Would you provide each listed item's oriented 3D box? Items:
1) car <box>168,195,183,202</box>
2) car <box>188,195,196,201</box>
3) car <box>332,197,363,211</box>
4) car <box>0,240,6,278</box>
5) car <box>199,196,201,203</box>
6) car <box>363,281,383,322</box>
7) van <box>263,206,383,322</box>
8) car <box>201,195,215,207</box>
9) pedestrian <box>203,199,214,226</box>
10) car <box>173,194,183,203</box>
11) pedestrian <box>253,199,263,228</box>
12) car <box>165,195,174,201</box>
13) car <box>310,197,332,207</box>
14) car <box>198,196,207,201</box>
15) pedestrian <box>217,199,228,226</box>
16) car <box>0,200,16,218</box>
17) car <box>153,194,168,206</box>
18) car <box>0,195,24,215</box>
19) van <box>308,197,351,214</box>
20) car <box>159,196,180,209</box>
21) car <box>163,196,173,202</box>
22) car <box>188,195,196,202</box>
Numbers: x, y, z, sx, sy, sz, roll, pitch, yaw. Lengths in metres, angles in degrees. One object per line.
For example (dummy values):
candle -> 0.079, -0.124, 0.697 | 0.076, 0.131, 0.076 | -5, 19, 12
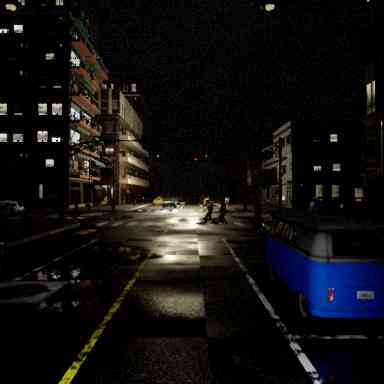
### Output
car -> -3.090, 1.593, 59.048 | 2.033, 1.411, 5.357 | 0, 0, 0
car -> -0.018, 1.465, 88.547 | 1.882, 1.535, 5.008 | 0, 0, 0
car -> 14.917, 1.358, 27.846 | 5.009, 1.841, 2.192 | 0, 0, 0
car -> -5.689, 1.567, 6.975 | 1.947, 1.339, 4.313 | 0, 0, 0
car -> 2.679, 1.632, 62.817 | 1.802, 1.307, 4.206 | 0, 0, 0
car -> 2.660, 1.582, 1.262 | 1.802, 1.307, 4.206 | 0, 0, 0
van -> 2.659, 1.342, 6.951 | 1.690, 1.788, 3.998 | 0, 0, 0
car -> 2.682, 1.561, 51.908 | 1.752, 1.417, 4.829 | 0, 0, 0
pedestrian -> 1.114, 1.298, 22.243 | 0.375, 1.860, 0.375 | 0, 0, 0
car -> -3.017, 1.425, 74.700 | 2.097, 1.767, 4.553 | 0, 0, 0
pedestrian -> 4.185, 1.300, 21.044 | 0.375, 1.860, 0.375 | 0, 0, 0
car -> -5.706, 1.616, 84.801 | 1.752, 1.417, 4.829 | 0, 0, 0
car -> 14.903, 1.549, 33.634 | 5.008, 1.535, 1.882 | 0, 0, 0
car -> 2.675, 1.641, 84.973 | 2.008, 1.369, 4.403 | 0, 0, 0
pedestrian -> 1.988, 1.300, 21.687 | 0.375, 1.860, 0.375 | 0, 0, 0
car -> -17.472, 1.534, 27.759 | 4.206, 1.307, 1.802 | 0, 0, 0
car -> -5.700, 1.568, 57.105 | 1.752, 1.417, 4.829 | 0, 0, 0
car -> -18.386, 1.185, 30.345 | 5.566, 2.045, 2.150 | 0, 0, 0
van -> 14.892, 1.425, 36.225 | 3.998, 1.788, 1.690 | 0, 0, 0
car -> -3.099, 1.630, 46.939 | 1.895, 1.301, 4.718 | 0, 0, 0
car -> -5.705, 1.630, 79.432 | 2.008, 1.369, 4.403 | 0, 0, 0
car -> -0.016, 1.616, 78.127 | 2.033, 1.411, 5.357 | 0, 0, 0
